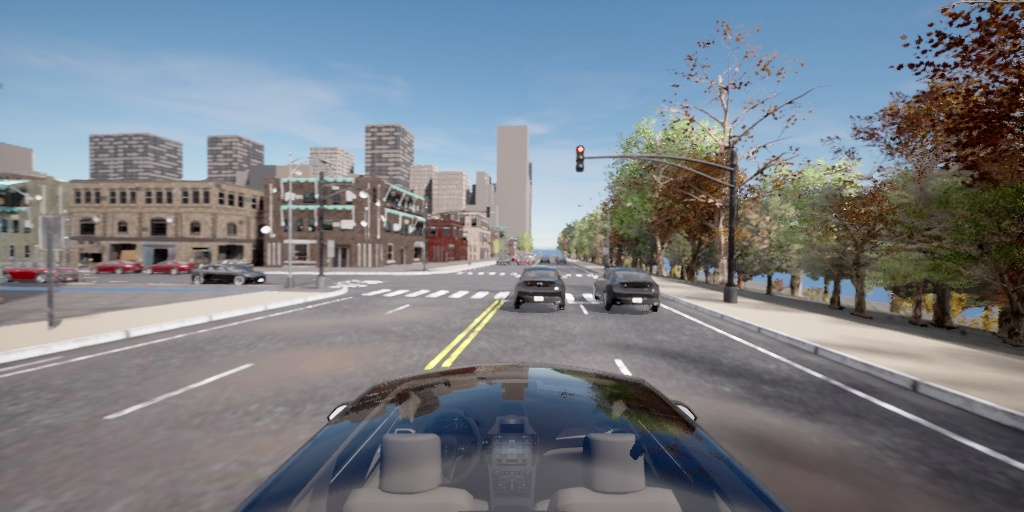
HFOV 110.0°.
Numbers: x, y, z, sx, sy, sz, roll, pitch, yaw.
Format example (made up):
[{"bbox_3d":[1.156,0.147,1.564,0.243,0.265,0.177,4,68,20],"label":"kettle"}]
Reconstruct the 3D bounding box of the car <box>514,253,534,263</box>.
[{"bbox_3d":[1.951,0.644,57.993,2.097,1.767,4.553,1,0,6],"label":"car"}]

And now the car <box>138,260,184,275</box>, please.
[{"bbox_3d":[-31.116,1.006,32.805,4.207,1.307,1.802,0,0,6],"label":"car"}]

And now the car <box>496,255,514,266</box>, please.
[{"bbox_3d":[-1.284,0.600,58.302,2.097,1.767,4.553,1,0,6],"label":"car"}]

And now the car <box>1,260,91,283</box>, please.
[{"bbox_3d":[-31.923,1.007,24.465,4.097,1.591,1.967,0,0,6],"label":"car"}]

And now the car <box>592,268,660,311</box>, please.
[{"bbox_3d":[4.411,1.204,14.284,1.837,1.490,4.892,1,0,6],"label":"car"}]

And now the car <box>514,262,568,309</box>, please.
[{"bbox_3d":[1.150,1.162,14.345,1.837,1.490,4.892,1,0,6],"label":"car"}]

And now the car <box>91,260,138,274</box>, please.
[{"bbox_3d":[-36.625,0.994,33.339,4.207,1.307,1.802,0,0,6],"label":"car"}]

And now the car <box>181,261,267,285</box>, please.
[{"bbox_3d":[-18.121,1.160,23.006,4.313,1.339,1.948,0,0,6],"label":"car"}]
